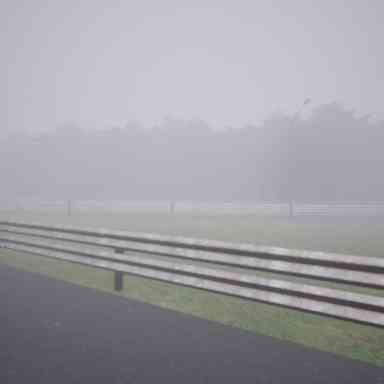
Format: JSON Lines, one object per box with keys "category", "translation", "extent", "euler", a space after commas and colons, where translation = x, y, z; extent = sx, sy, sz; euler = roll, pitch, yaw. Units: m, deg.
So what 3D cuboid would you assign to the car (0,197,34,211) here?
{"category": "car", "translation": [-20.979, 1.392, 39.010], "extent": [5.366, 1.575, 1.801], "euler": [0, 0, 17]}
